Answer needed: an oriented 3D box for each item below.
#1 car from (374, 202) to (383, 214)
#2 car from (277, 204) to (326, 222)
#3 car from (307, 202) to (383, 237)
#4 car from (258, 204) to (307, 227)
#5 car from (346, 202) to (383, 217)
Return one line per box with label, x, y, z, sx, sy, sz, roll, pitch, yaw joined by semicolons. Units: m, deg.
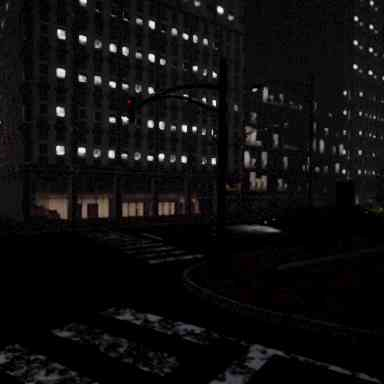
car;24.109;1.916;40.125;4.313;1.339;1.947;0;1;-34
car;10.077;1.836;30.514;4.403;1.369;2.008;0;1;-34
car;9.856;1.694;20.807;5.009;1.841;2.192;0;1;-34
car;7.566;1.850;25.809;5.357;1.411;2.033;0;1;-34
car;19.291;1.853;36.825;4.829;1.417;1.752;0;1;-34
